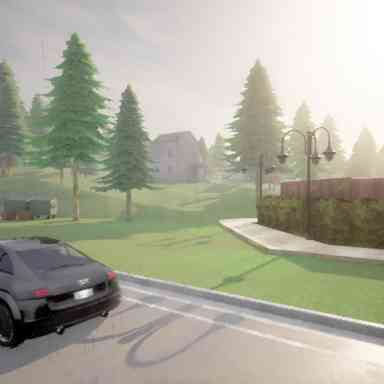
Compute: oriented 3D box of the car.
[{"bbox_3d":[-3.315,1.564,6.354,4.181,1.385,1.994,0,0,36],"label":"car"}]
